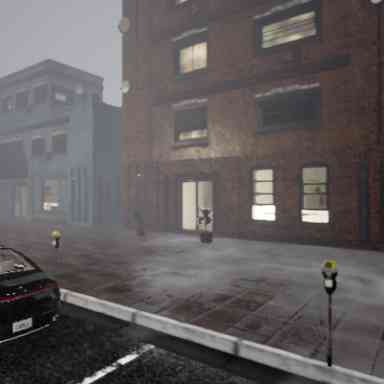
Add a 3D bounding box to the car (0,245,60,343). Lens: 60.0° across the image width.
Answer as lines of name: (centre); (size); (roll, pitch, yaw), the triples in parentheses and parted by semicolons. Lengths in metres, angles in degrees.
car: (-4.074, 1.581, 5.781); (4.403, 1.369, 2.008); (0, 0, 36)
